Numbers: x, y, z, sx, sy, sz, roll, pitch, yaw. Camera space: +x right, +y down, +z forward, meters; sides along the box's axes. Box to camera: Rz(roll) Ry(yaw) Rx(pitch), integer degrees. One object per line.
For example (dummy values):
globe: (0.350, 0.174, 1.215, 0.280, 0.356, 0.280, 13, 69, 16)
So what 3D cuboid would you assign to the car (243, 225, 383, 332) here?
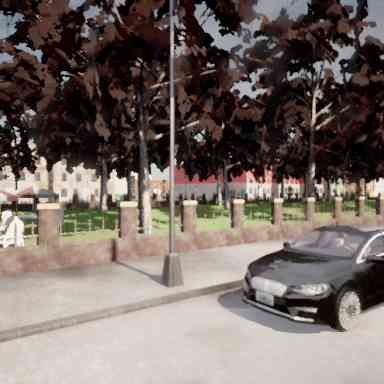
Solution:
car: (3.189, 1.476, 6.887, 4.902, 1.511, 2.128, 0, 0, -35)
